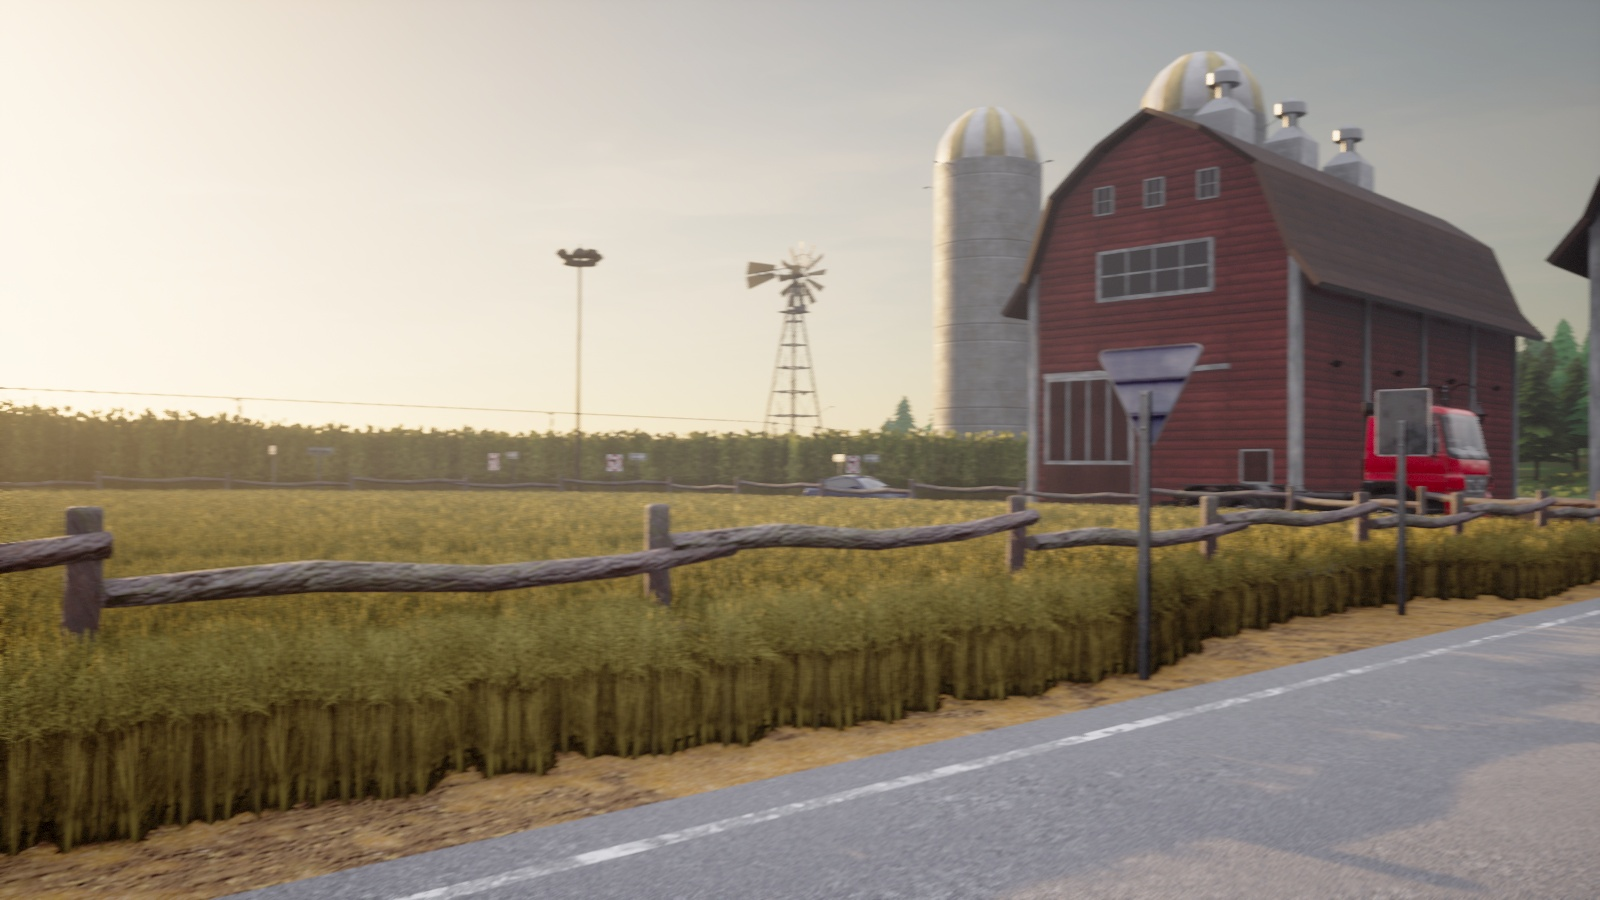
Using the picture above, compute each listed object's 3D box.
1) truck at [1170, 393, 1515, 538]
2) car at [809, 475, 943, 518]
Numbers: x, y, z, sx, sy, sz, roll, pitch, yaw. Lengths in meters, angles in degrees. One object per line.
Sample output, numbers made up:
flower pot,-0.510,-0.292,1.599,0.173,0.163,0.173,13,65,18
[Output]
truck,14.290,0.430,33.636,7.936,3.462,2.891,-1,-1,44
car,2.672,1.619,44.858,4.674,1.442,1.812,-1,-1,43
